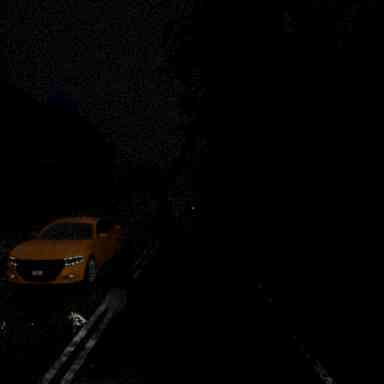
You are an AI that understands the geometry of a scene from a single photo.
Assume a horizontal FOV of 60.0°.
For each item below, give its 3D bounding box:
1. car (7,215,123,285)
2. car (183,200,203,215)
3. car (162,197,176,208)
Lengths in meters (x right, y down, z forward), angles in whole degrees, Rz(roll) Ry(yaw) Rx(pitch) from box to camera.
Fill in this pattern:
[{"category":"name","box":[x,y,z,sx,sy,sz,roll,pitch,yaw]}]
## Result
[{"category":"car","box":[-3.352,1.483,9.701,1.882,1.535,5.008,0,0,0]},{"category":"car","box":[0.095,1.553,33.909,2.033,1.411,5.357,0,0,0]},{"category":"car","box":[-3.337,1.480,49.415,1.882,1.535,5.008,0,0,0]}]
